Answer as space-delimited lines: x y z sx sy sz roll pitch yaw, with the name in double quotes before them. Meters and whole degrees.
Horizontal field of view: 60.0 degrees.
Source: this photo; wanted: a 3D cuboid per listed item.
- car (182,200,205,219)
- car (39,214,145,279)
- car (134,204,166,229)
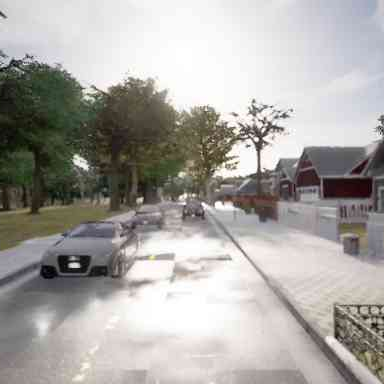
"car" 0.118 1.625 29.201 1.895 1.301 4.718 0 0 0
"car" -2.808 1.573 9.958 1.994 1.385 4.181 0 0 1
"car" -2.740 1.541 21.966 1.812 1.442 4.674 0 0 0
